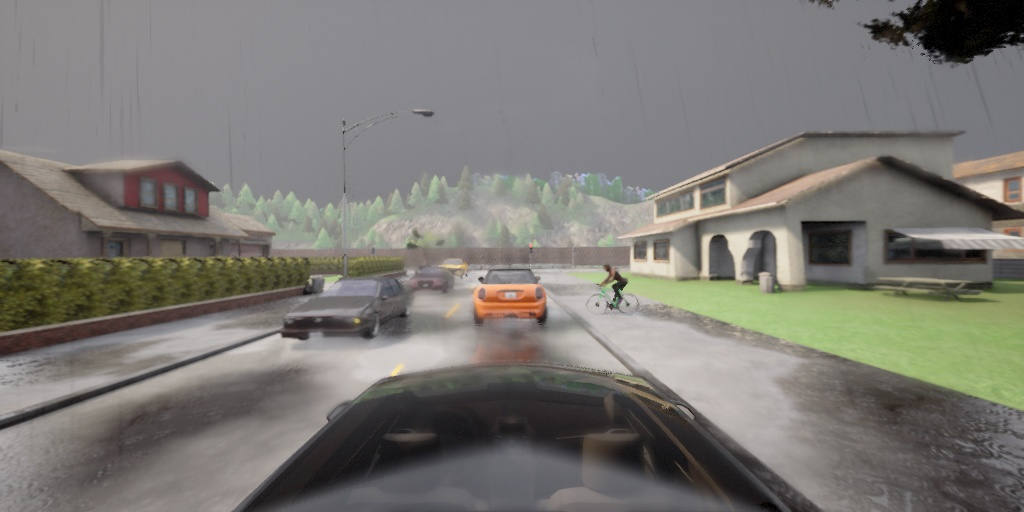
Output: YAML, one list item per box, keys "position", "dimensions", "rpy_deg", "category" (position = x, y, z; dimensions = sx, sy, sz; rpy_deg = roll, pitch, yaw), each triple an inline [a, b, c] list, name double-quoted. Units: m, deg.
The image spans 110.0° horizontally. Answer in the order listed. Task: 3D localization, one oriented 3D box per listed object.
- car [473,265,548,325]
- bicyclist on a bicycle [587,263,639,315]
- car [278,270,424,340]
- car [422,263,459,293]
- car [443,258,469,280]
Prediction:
- position: [-0.080, 1.082, 11.911]
  dimensions: [2.097, 1.767, 4.553]
  rpy_deg: [0, 0, -1]
  category: "car"
- position: [3.137, 1.054, 11.190]
  dimensions: [1.656, 1.620, 0.582]
  rpy_deg: [-1, 0, -1]
  category: "bicyclist on a bicycle"
- position: [-4.246, 1.312, 10.357]
  dimensions: [2.033, 1.411, 5.357]
  rpy_deg: [0, 0, -1]
  category: "car"
- position: [-4.428, 1.309, 20.282]
  dimensions: [1.994, 1.385, 4.181]
  rpy_deg: [0, 0, -1]
  category: "car"
- position: [-4.517, 0.925, 28.034]
  dimensions: [1.882, 1.535, 5.008]
  rpy_deg: [0, 0, -1]
  category: "car"
